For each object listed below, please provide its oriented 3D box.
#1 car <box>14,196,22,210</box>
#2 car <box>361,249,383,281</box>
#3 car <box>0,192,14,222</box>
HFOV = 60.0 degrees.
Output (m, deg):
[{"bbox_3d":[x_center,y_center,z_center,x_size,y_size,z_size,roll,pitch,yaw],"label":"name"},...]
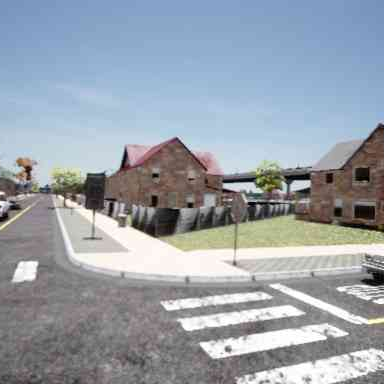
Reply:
[{"bbox_3d":[-20.212,1.217,37.300,2.128,1.511,4.902,3,-1,-23],"label":"car"},{"bbox_3d":[7.093,1.908,9.237,4.718,1.301,1.895,2,-1,-22],"label":"car"},{"bbox_3d":[-14.681,0.979,24.231,2.150,2.045,5.566,3,-1,-23],"label":"car"}]
